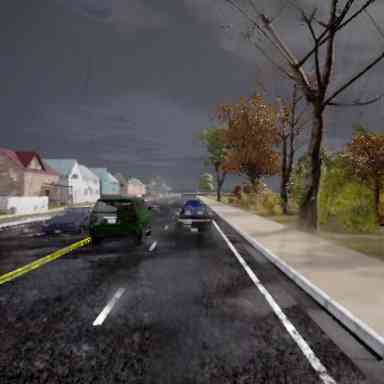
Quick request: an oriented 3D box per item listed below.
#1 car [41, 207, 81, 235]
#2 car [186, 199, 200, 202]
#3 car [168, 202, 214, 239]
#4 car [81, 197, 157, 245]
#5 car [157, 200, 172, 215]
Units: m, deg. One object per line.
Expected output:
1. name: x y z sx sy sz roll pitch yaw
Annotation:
1. car: -6.580 1.558 18.968 2.033 1.411 5.357 0 0 0
2. car: 0.119 1.505 35.888 1.882 1.535 5.008 0 0 0
3. car: 0.109 1.501 17.448 2.128 1.511 4.902 0 0 0
4. car: -3.141 1.230 15.725 2.150 2.045 5.566 0 0 0
5. car: -3.133 1.517 34.098 2.128 1.511 4.902 0 0 0
